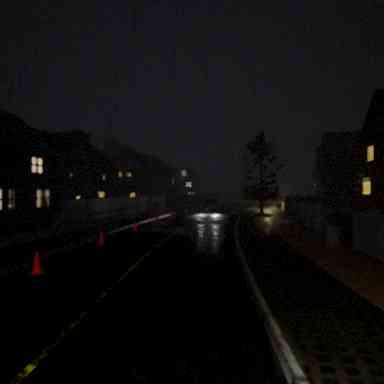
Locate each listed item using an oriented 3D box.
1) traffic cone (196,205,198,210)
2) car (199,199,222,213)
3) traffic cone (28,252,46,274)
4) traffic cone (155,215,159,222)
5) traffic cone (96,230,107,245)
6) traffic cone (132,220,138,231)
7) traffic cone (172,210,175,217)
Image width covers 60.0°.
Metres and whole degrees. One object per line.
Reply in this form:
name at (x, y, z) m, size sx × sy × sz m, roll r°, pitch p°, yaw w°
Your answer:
traffic cone at (0.631, 1.877, 39.232) m, size 0.340 × 0.580 × 0.340 m, roll 0°, pitch 0°, yaw 15°
car at (2.043, 1.460, 35.709) m, size 1.812 × 1.442 × 4.674 m, roll 0°, pitch 0°, yaw 14°
traffic cone at (-4.295, 1.948, 9.204) m, size 0.340 × 0.580 × 0.340 m, roll 0°, pitch 0°, yaw 4°
traffic cone at (-2.555, 1.923, 24.337) m, size 0.340 × 0.580 × 0.340 m, roll 0°, pitch 0°, yaw 9°
traffic cone at (-3.877, 1.940, 14.266) m, size 0.340 × 0.580 × 0.340 m, roll 0°, pitch 0°, yaw 6°
traffic cone at (-3.297, 1.932, 19.313) m, size 0.340 × 0.580 × 0.340 m, roll 0°, pitch 0°, yaw 7°
traffic cone at (-1.653, 1.911, 29.336) m, size 0.340 × 0.580 × 0.340 m, roll 0°, pitch 0°, yaw 11°
